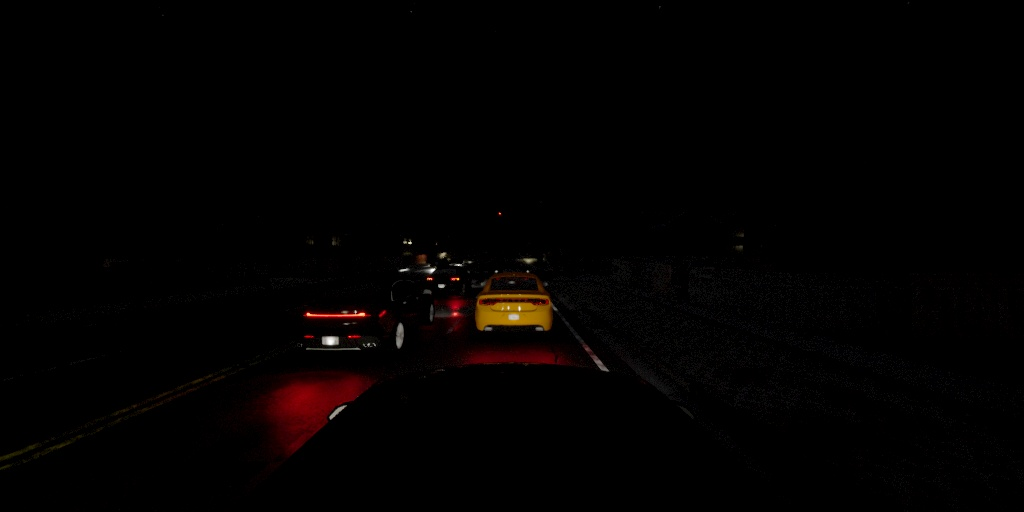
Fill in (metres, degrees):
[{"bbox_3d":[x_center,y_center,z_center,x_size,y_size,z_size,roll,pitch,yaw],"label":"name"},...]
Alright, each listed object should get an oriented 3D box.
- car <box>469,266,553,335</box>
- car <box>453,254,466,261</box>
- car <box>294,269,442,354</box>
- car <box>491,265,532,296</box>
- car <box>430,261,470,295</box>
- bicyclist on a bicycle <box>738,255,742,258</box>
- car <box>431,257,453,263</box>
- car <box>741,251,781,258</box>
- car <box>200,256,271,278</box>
[{"bbox_3d":[0.062,1.208,10.499,1.882,1.535,5.008,0,0,0],"label":"car"},{"bbox_3d":[-9.918,0.740,63.619,1.994,1.385,4.181,0,1,0],"label":"car"},{"bbox_3d":[-3.193,1.241,8.739,1.837,1.490,4.892,0,0,0],"label":"car"},{"bbox_3d":[0.008,1.244,19.388,1.994,1.385,4.181,0,0,1],"label":"car"},{"bbox_3d":[-3.248,1.209,18.924,1.812,1.442,4.674,0,0,1],"label":"car"},{"bbox_3d":[18.405,0.778,28.817,0.582,1.620,1.656,0,0,-2],"label":"bicyclist on a bicycle"},{"bbox_3d":[-9.925,0.882,49.424,2.128,1.511,4.902,0,1,0],"label":"car"},{"bbox_3d":[23.738,0.591,34.833,5.566,2.045,2.150,-1,1,-2],"label":"car"},{"bbox_3d":[-24.224,0.991,31.223,5.566,2.045,2.150,0,1,2],"label":"car"}]
